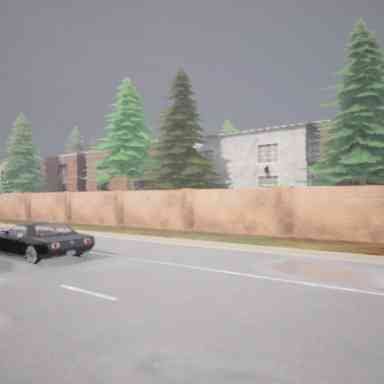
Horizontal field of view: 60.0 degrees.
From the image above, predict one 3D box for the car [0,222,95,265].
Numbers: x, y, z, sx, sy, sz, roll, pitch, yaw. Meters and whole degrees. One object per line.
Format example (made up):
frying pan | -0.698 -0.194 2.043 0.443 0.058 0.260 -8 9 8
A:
car | -5.821 1.766 12.366 4.718 1.301 1.895 -1 -1 36
